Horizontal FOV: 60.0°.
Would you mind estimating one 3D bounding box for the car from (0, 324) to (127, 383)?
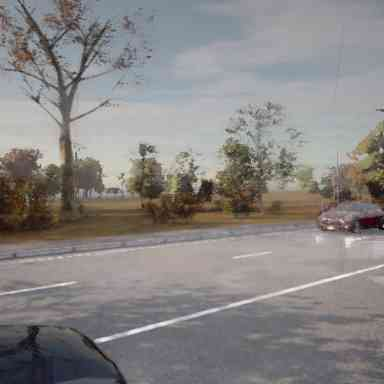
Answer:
[{"bbox_3d":[-2.426,1.563,1.995,4.181,1.385,1.994,0,0,-36],"label":"car"}]

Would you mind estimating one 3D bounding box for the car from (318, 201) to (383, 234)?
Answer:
[{"bbox_3d":[9.298,1.354,19.197,4.553,1.767,2.097,0,0,-35],"label":"car"}]
